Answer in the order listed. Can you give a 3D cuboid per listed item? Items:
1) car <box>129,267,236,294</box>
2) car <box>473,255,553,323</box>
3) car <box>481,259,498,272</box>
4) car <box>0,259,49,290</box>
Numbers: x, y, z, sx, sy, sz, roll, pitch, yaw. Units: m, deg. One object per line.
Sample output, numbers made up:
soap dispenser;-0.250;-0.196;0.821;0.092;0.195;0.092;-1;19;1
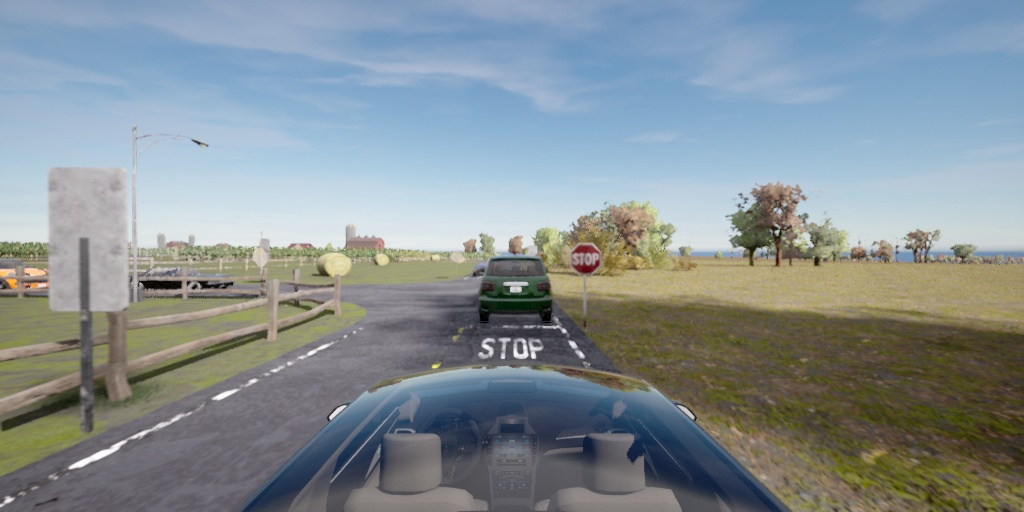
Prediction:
car;-17.344;1.245;18.724;4.718;1.301;1.895;0;1;-1
car;0.102;0.967;12.289;2.150;2.045;5.566;0;1;0
car;-2.828;1.215;46.247;1.882;1.535;5.008;0;0;0
car;-26.684;0.933;18.630;4.553;1.767;2.097;0;1;-1
